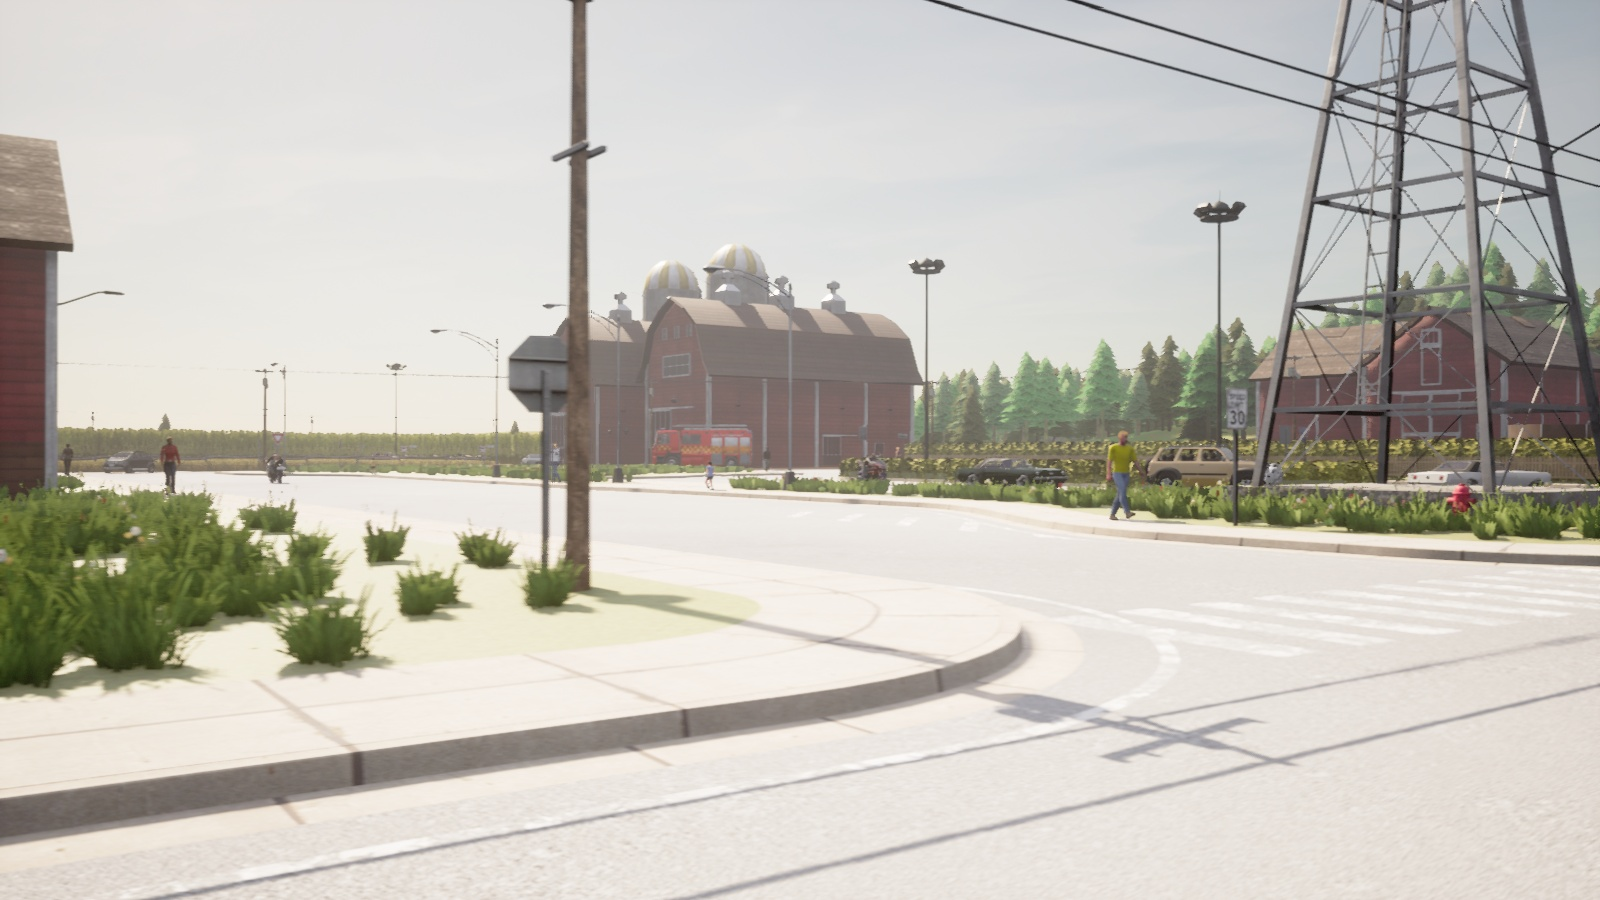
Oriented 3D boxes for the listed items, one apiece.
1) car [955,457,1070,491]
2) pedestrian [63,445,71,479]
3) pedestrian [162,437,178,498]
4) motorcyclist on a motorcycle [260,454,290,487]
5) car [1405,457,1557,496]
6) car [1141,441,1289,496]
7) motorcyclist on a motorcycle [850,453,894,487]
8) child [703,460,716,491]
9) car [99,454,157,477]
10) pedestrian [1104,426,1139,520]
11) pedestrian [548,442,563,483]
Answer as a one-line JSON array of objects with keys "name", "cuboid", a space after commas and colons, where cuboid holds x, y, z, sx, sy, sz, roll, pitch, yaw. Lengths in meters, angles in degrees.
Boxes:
[{"name": "car", "cuboid": [8.654, 0.956, 51.525, 1.895, 1.301, 4.718, 0, 0, -35]}, {"name": "pedestrian", "cuboid": [-39.666, 0.651, 67.958, 0.328, 1.805, 0.869, 0, 0, -32]}, {"name": "pedestrian", "cuboid": [-19.139, 0.535, 38.154, 0.331, 1.846, 0.636, 0, 0, -35]}, {"name": "motorcyclist on a motorcycle", "cuboid": [-25.142, 0.981, 60.093, 0.866, 1.530, 2.191, 0, 0, -36]}, {"name": "car", "cuboid": [23.815, 0.906, 43.951, 4.718, 1.301, 1.895, 0, 0, -17]}, {"name": "car", "cuboid": [14.763, 0.643, 44.794, 4.605, 1.855, 1.932, 0, 0, 38]}, {"name": "motorcyclist on a motorcycle", "cuboid": [3.382, 0.920, 58.928, 0.866, 1.530, 2.191, 0, 0, -36]}, {"name": "child", "cuboid": [-3.226, 0.898, 44.700, 0.255, 1.110, 0.394, 0, 0, -38]}, {"name": "car", "cuboid": [-45.906, 1.031, 85.856, 1.789, 1.549, 3.705, -1, 0, 5]}, {"name": "pedestrian", "cuboid": [6.376, 0.449, 24.923, 0.354, 1.836, 0.706, 0, 0, -17]}, {"name": "pedestrian", "cuboid": [-10.900, 0.562, 55.936, 0.354, 1.836, 0.706, 0, 0, -38]}]
